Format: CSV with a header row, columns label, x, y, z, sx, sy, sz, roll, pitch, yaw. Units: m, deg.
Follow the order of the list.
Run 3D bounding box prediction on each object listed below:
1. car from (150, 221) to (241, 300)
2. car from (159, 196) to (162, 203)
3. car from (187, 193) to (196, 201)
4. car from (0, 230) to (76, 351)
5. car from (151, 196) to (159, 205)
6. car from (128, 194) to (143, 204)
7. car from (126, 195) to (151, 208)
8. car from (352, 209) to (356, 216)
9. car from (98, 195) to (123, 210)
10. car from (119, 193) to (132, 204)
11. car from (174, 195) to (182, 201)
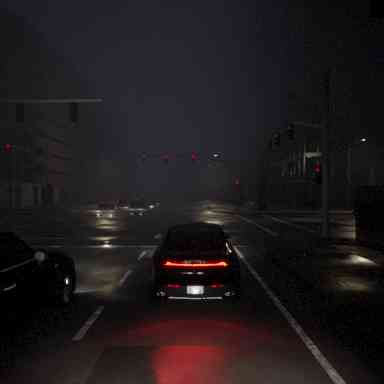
label,x,y,z,sx,sy,sz,roll,pitch,yaw
car,0.076,1.505,8.376,1.837,1.490,4.892,0,0,0
car,-7.246,1.547,67.847,2.033,1.411,5.357,0,0,1
car,-0.067,1.225,84.394,2.150,2.045,5.566,0,0,1
car,-3.449,1.352,5.051,2.097,1.767,4.553,0,0,0
car,-7.429,1.478,57.404,1.882,1.535,5.008,0,0,1
car,-10.828,1.352,63.809,2.097,1.767,4.553,0,0,1
car,-7.509,1.547,47.425,2.033,1.411,5.357,0,0,0
car,15.955,1.656,27.612,4.718,1.301,1.895,0,0,0
car,-10.995,1.478,44.240,1.882,1.535,5.008,0,0,0
car,-10.970,1.221,54.060,2.150,2.045,5.566,0,0,1
car,-3.569,1.553,84.167,1.994,1.385,4.181,0,0,1
